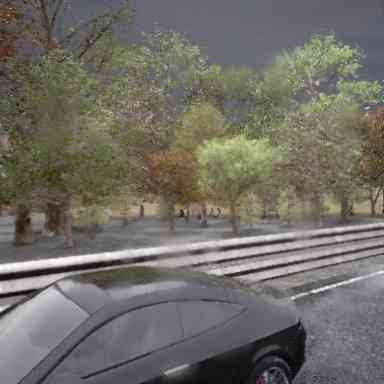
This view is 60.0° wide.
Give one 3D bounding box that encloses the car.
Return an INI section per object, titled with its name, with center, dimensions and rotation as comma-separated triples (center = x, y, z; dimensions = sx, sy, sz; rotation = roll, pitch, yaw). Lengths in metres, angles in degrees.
[car]
center = -0.838, 1.526, 3.085
dimensions = 4.674, 1.442, 1.812
rotation = 0, 0, -35
